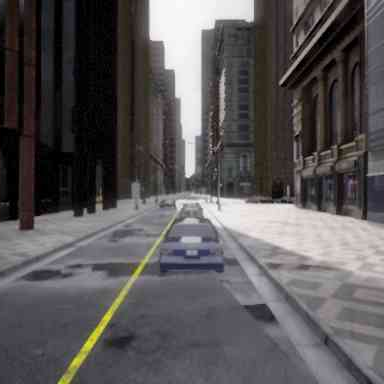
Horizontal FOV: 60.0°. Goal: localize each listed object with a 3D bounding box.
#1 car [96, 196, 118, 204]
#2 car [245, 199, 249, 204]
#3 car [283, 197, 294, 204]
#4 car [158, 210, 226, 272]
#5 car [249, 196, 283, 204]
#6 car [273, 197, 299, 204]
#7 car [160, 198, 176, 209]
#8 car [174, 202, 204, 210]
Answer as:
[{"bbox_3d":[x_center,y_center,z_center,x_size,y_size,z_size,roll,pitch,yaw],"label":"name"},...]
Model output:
[{"bbox_3d":[-14.669,1.348,55.008,4.829,1.417,1.752,0,-1,0],"label":"car"},{"bbox_3d":[12.240,1.462,63.662,4.097,1.590,1.967,0,-1,0],"label":"car"},{"bbox_3d":[17.921,1.493,55.164,4.313,1.339,1.947,0,-1,0],"label":"car"},{"bbox_3d":[0.006,1.530,10.674,2.033,1.411,5.357,0,0,0],"label":"car"},{"bbox_3d":[12.251,1.457,55.136,4.403,1.369,2.008,0,-1,0],"label":"car"},{"bbox_3d":[17.910,1.594,63.688,4.403,1.369,2.008,0,-1,0],"label":"car"},{"bbox_3d":[-3.108,1.500,43.902,1.994,1.385,4.181,0,0,1],"label":"car"},{"bbox_3d":[-0.016,1.508,25.700,2.033,1.411,5.357,0,0,0],"label":"car"}]
